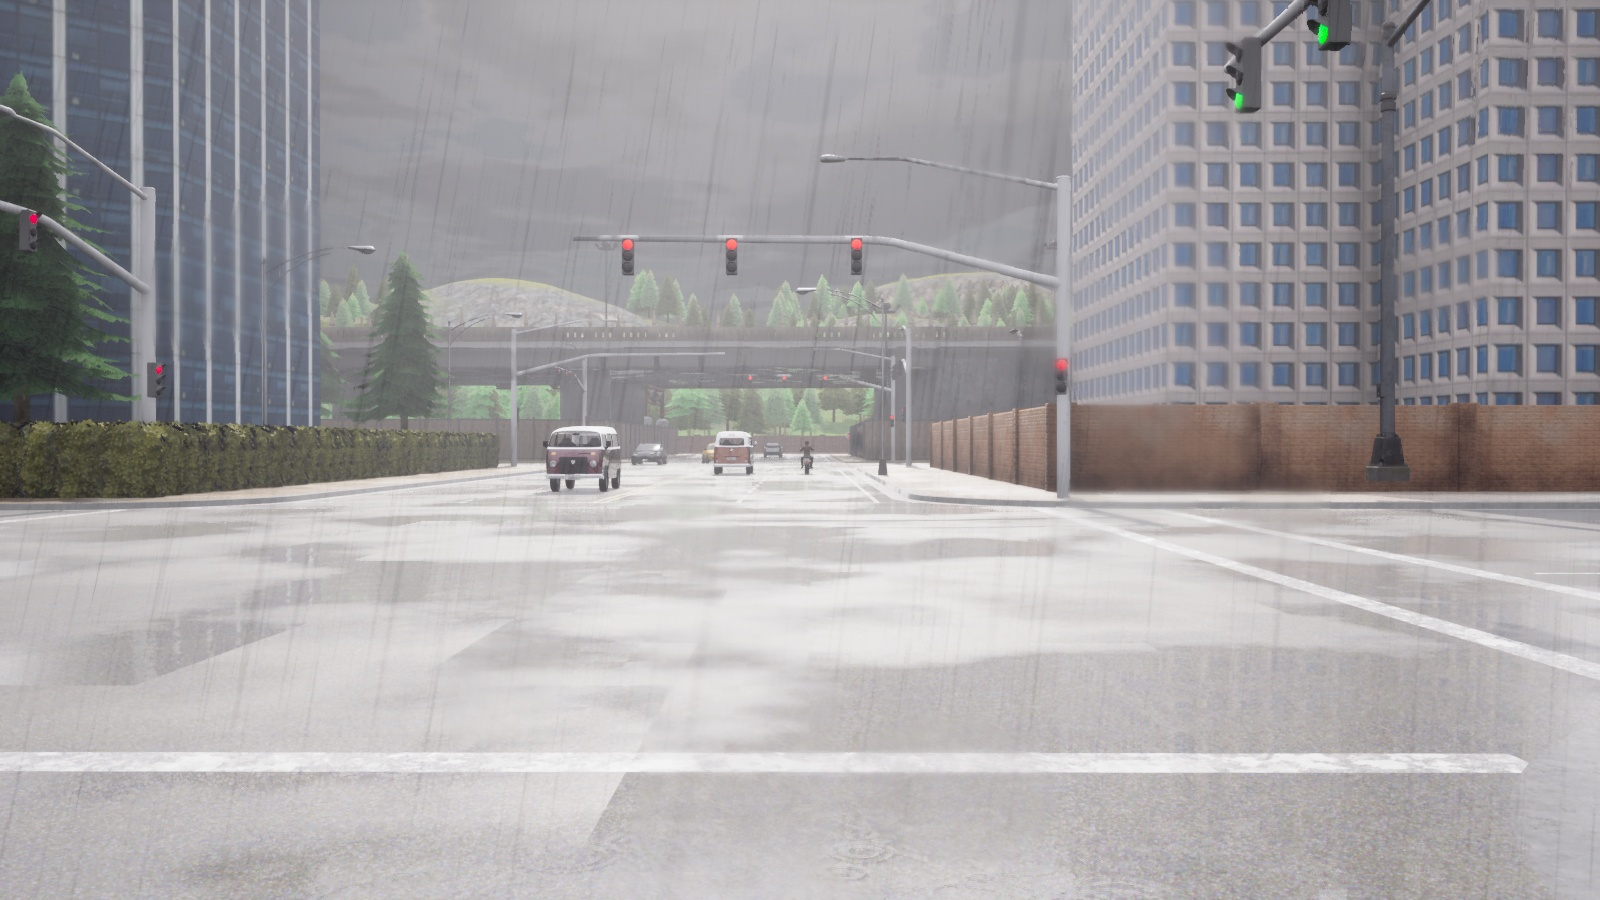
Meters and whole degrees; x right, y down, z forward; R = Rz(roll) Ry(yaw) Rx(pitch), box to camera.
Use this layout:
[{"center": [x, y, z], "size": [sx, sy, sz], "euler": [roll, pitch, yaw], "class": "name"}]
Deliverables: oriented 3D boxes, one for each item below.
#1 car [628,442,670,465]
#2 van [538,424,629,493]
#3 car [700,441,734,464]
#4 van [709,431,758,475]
[{"center": [-10.031, 0.239, 83.810], "size": [2.163, 1.488, 4.792], "euler": [0, 0, 0], "class": "car"}, {"center": [-6.770, 0.241, 39.687], "size": [2.069, 2.038, 4.480], "euler": [0, 0, 0], "class": "van"}, {"center": [-5.947, 0.150, 89.505], "size": [1.801, 1.575, 5.366], "euler": [0, 0, -10], "class": "car"}, {"center": [-3.158, 0.126, 60.408], "size": [2.069, 2.038, 4.480], "euler": [0, 0, 0], "class": "van"}]
